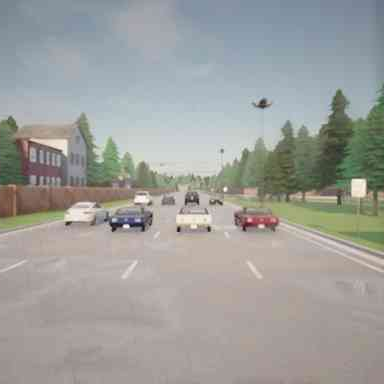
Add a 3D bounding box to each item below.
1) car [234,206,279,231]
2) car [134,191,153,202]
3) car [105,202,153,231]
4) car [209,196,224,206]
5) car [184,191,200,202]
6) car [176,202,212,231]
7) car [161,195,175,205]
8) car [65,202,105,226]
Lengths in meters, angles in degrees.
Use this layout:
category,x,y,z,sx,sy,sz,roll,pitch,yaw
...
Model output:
category,x,y,z,sx,sy,sz,roll,pitch,yaw
car,3.602,1.480,19.477,1.895,1.301,4.718,0,0,0
car,-6.994,0.923,48.369,2.150,2.045,5.566,0,1,0
car,-3.398,1.480,19.467,1.895,1.301,4.718,0,0,0
car,3.507,1.299,48.841,1.895,1.301,4.718,0,0,0
car,0.004,0.924,48.132,2.150,2.045,5.566,0,0,0
car,0.102,1.480,19.477,1.895,1.301,4.718,0,0,0
car,-3.494,1.186,49.462,2.128,1.511,4.902,0,0,0
car,-6.911,1.389,22.064,1.812,1.442,4.674,0,0,0
